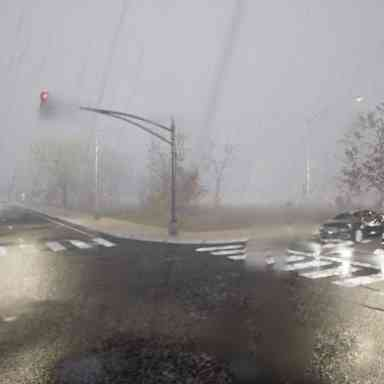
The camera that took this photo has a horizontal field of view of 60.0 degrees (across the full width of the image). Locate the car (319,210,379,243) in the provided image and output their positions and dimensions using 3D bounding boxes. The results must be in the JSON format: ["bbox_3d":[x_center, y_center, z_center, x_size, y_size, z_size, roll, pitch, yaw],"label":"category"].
[{"bbox_3d":[8.593,1.720,17.358,4.892,1.490,1.837,1,-1,-36],"label":"car"}]

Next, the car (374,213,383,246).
[{"bbox_3d":[10.175,1.730,14.474,4.674,1.442,1.812,1,-1,-34],"label":"car"}]
